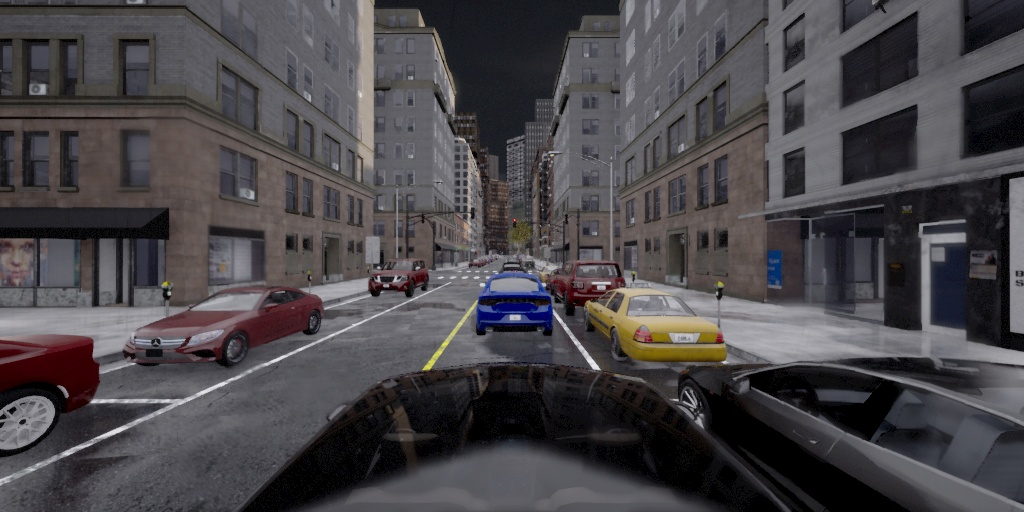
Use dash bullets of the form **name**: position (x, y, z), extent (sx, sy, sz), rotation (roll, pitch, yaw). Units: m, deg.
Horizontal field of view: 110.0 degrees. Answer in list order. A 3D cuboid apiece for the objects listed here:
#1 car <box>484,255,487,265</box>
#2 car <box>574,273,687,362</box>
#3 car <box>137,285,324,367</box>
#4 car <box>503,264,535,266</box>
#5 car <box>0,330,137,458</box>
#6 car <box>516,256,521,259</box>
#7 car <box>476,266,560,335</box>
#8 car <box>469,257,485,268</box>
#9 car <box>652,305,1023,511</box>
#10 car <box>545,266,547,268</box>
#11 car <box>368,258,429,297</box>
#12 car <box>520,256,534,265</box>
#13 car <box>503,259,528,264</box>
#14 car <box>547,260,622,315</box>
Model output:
- **car**: position (-5.843, 0.989, 62.070), extent (1.967, 1.591, 4.097), rotation (0, 0, 0)
- **car**: position (2.754, 1.272, 8.054), extent (1.751, 1.417, 4.829), rotation (0, 0, 0)
- **car**: position (-5.771, 1.328, 7.879), extent (1.802, 1.307, 4.207), rotation (0, 0, 0)
- **car**: position (0.072, 1.297, 18.047), extent (1.994, 1.385, 4.181), rotation (0, 0, 0)
- **car**: position (-5.763, 1.295, 2.327), extent (1.888, 1.381, 4.507), rotation (0, 0, 0)
- **car**: position (0.052, 1.115, 59.088), extent (2.033, 1.411, 5.357), rotation (0, 0, 0)
- **car**: position (0.038, 1.222, 10.495), extent (1.882, 1.535, 5.008), rotation (0, 0, -1)
- **car**: position (-5.836, 1.126, 56.646), extent (1.888, 1.381, 4.507), rotation (0, 0, 0)
- **car**: position (2.762, 1.316, 2.332), extent (1.948, 1.339, 4.313), rotation (0, 0, 0)
- **car**: position (2.740, 1.313, 18.990), extent (1.802, 1.307, 4.207), rotation (0, 0, 0)
- **car**: position (-5.786, 1.046, 18.986), extent (2.192, 1.841, 5.009), rotation (0, 0, 0)
- **car**: position (2.689, 1.132, 56.650), extent (2.007, 1.370, 4.403), rotation (0, 0, 0)
- **car**: position (0.013, 1.216, 26.960), extent (1.837, 1.490, 4.892), rotation (0, 0, 0)
- **car**: position (2.747, 1.055, 13.438), extent (2.192, 1.841, 5.009), rotation (0, 0, 0)
